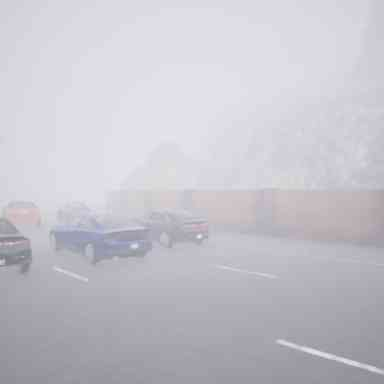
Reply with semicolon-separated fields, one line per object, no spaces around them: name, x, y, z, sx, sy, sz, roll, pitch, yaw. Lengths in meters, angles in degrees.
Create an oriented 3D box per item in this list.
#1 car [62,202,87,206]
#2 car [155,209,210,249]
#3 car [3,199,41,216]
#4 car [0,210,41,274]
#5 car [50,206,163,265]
car;-8.837;1.497;24.758;2.128;1.511;4.902;0;0;-30
car;-1.343;1.505;14.799;1.837;1.490;4.892;0;0;-42
car;-11.647;1.358;22.666;2.097;1.767;4.553;0;0;-31
car;-6.196;1.492;9.735;2.128;1.511;4.902;0;0;-41
car;-3.414;1.480;11.872;1.882;1.535;5.008;0;0;-43
